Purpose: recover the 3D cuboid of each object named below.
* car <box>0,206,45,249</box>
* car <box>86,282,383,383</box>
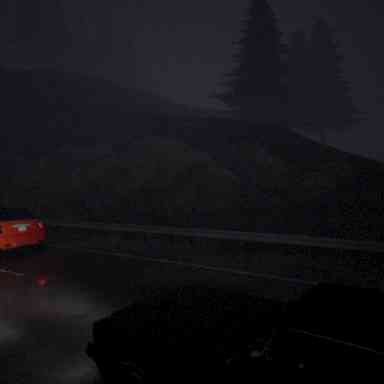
[{"bbox_3d":[-7.937,1.346,13.105,4.553,1.767,2.097,0,0,31],"label":"car"},{"bbox_3d":[1.175,1.596,3.065,4.718,1.301,1.895,0,0,35],"label":"car"}]
